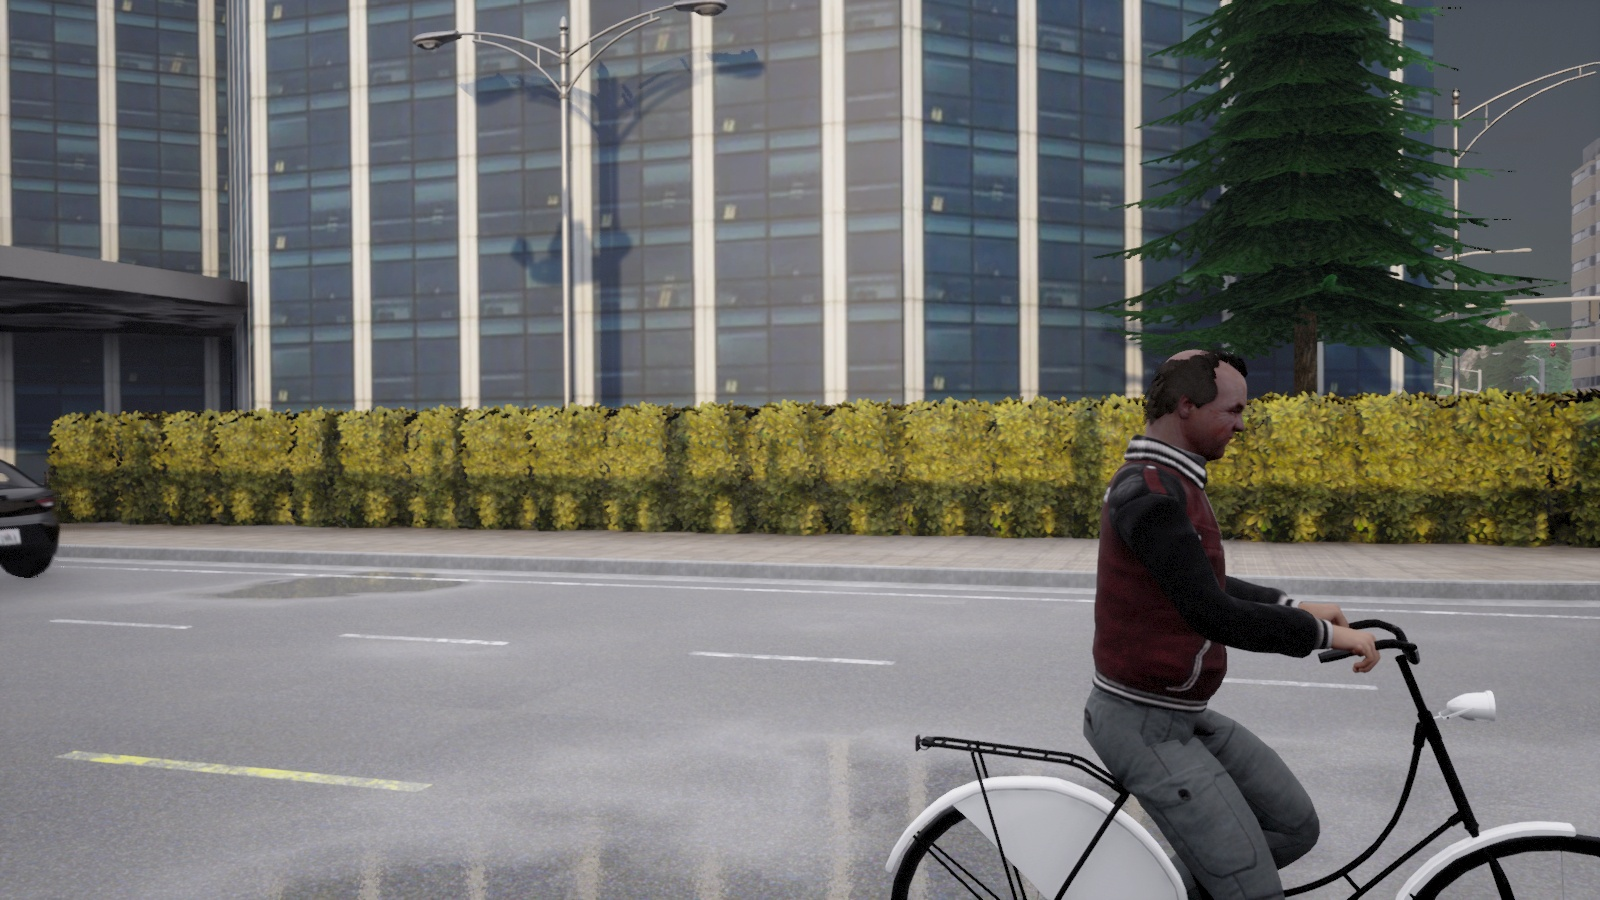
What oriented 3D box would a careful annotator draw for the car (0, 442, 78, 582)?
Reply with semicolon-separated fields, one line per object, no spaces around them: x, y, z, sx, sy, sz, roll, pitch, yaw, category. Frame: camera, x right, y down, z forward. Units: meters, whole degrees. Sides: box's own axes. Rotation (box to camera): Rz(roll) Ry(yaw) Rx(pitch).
-10.458;0.654;14.022;4.193;1.474;1.816;0;1;18;car

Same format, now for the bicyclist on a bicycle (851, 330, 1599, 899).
1.097;0.659;2.833;1.843;1.776;0.659;0;1;18;bicyclist on a bicycle
